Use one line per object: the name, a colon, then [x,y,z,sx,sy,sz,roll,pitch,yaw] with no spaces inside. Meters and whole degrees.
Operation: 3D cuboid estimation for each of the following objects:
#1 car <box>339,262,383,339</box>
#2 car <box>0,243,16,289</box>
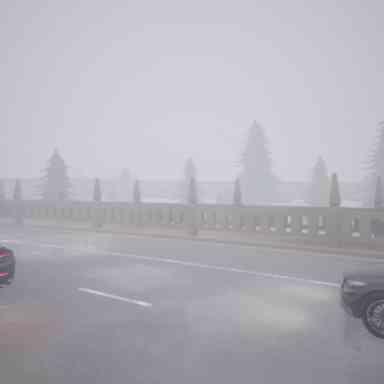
car: [4.668,1.500,4.774,4.674,1.442,1.812,0,0,36]
car: [-6.042,1.459,7.502,4.892,1.490,1.837,0,0,30]
